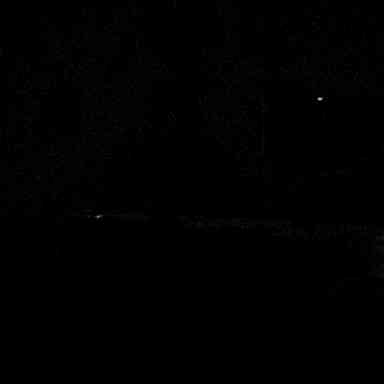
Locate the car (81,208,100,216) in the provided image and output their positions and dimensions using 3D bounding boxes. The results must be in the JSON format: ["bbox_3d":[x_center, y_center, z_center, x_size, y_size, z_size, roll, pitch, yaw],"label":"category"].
[{"bbox_3d":[-17.069,3.257,55.812,1.895,1.301,4.718,0,-2,-36],"label":"car"}]
